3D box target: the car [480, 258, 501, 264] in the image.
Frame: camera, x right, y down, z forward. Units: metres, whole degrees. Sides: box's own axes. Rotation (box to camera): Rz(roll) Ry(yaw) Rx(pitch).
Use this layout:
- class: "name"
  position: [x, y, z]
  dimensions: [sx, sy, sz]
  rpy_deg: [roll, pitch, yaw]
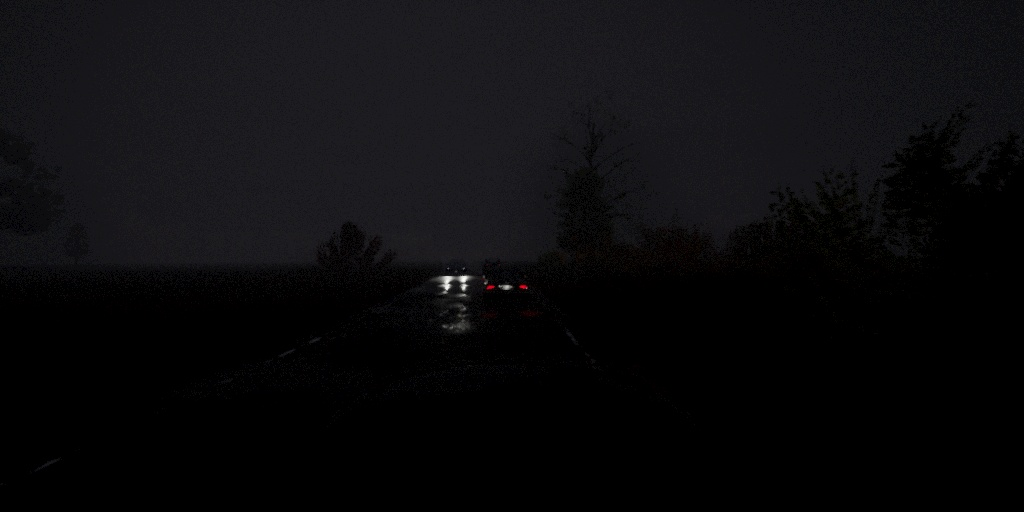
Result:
- class: "car"
  position: [-1.839, 0.970, 32.909]
  dimensions: [2.128, 1.511, 4.902]
  rpy_deg: [0, 1, -7]

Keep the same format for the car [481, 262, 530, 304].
- class: "car"
  position: [-0.304, 1.172, 15.574]
  dimensions: [2.033, 1.411, 5.357]
  rpy_deg: [0, 0, -3]

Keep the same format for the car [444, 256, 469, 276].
- class: "car"
  position: [-5.030, 1.019, 32.861]
  dimensions: [1.812, 1.442, 4.674]
  rpy_deg: [0, 1, -7]
